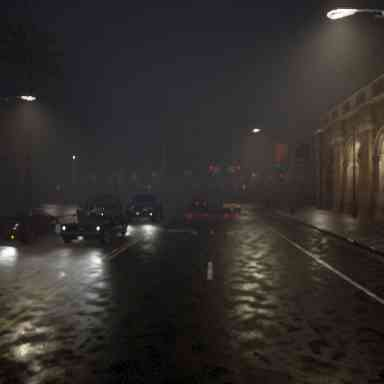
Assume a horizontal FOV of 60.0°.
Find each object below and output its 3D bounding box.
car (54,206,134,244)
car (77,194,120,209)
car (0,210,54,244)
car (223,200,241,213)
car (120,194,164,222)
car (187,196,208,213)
[{"bbox_3d":[-4.414,1.570,15.816,1.895,1.301,4.718,0,0,4],"label":"car"},{"bbox_3d":[-7.161,1.170,26.424,2.150,2.045,5.566,0,0,4],"label":"car"},{"bbox_3d":[-7.922,1.541,15.705,1.994,1.385,4.181,0,0,5],"label":"car"},{"bbox_3d":[4.260,1.502,36.018,1.895,1.301,4.718,0,0,5],"label":"car"},{"bbox_3d":[-3.639,1.163,26.389,2.150,2.045,5.566,0,0,5],"label":"car"},{"bbox_3d":[0.691,1.260,36.371,2.097,1.767,4.553,0,0,4],"label":"car"}]
